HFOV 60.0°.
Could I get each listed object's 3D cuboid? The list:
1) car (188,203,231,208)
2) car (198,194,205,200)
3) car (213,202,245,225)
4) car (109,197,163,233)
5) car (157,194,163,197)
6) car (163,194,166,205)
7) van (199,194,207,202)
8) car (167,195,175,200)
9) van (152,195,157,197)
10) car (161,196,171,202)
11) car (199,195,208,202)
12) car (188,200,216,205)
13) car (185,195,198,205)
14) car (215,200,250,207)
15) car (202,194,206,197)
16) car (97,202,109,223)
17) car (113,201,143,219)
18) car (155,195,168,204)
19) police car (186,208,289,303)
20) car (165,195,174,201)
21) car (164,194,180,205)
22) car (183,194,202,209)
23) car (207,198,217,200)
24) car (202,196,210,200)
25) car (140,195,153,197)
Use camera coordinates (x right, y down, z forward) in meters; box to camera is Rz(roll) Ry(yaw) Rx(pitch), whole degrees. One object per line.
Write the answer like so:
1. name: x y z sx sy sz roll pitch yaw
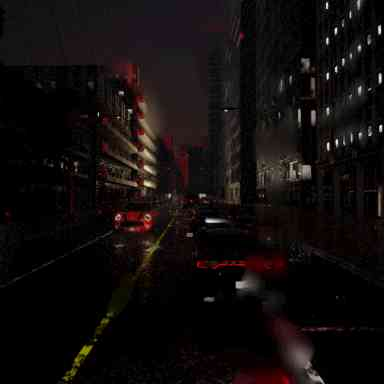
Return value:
1. car: 0.848 1.533 18.317 1.812 1.442 4.674 0 0 0
2. car: 2.551 1.454 91.513 1.967 1.590 4.097 1 0 0
3. car: 2.662 1.554 24.937 1.887 1.381 4.507 1 0 0
4. car: -3.134 1.359 19.515 2.097 1.767 4.553 0 0 0
5. car: -5.751 1.327 47.036 2.192 1.841 5.009 1 0 0
6. car: -5.774 1.565 58.129 2.008 1.369 4.403 1 0 0
7. van: 2.572 1.356 80.417 1.690 1.788 3.998 1 0 0
8. car: -5.798 1.596 91.408 1.802 1.307 4.206 1 0 0
9. van: -5.742 1.353 41.489 1.690 1.788 3.998 1 0 0
10. car: -5.812 1.540 74.599 1.752 1.417 4.829 1 0 0
11. car: 2.579 1.455 74.869 1.967 1.590 4.097 1 0 0
12. car: 0.807 1.535 24.315 1.812 1.442 4.674 0 0 0
13. car: -0.100 1.366 58.893 2.097 1.767 4.553 0 0 0
14. car: 2.673 1.448 19.389 1.967 1.590 4.097 1 0 0
15. car: 2.615 1.538 52.847 1.752 1.417 4.829 1 0 0
16. car: -5.716 1.449 24.848 1.967 1.590 4.097 1 0 0
17. car: -5.728 1.555 30.396 1.887 1.381 4.507 1 0 0
18. car: -5.782 1.455 63.676 1.967 1.590 4.097 1 0 0
19. police car: 0.885 1.428 8.425 1.930 1.638 5.238 0 0 0
20. car: -5.788 1.540 85.692 1.752 1.417 4.829 1 0 0
21. car: -3.098 1.505 57.442 2.128 1.511 4.902 0 0 0
22. car: -0.064 1.234 45.515 2.150 2.045 5.566 0 0 0
23. car: 2.652 1.555 30.486 1.887 1.381 4.507 1 0 0
24. car: 2.634 1.562 41.581 2.008 1.369 4.403 1 0 0
25. car: -5.734 1.451 35.943 1.967 1.590 4.097 1 0 0
